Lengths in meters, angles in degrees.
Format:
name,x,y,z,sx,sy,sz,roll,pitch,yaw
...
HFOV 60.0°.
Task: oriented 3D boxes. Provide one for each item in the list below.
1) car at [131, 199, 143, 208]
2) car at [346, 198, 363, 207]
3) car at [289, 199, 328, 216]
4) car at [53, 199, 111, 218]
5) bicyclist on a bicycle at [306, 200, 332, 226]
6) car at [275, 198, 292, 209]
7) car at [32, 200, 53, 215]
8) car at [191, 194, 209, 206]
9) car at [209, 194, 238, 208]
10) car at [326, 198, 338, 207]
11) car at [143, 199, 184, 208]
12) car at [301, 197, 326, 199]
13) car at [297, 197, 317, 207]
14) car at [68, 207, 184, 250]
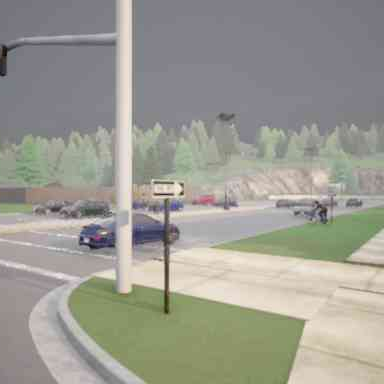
name,x,y,z,sx,sy,sz,roll,pitch,yaw
car,-7.895,1.645,44.034,1.812,1.442,4.674,0,0,36
car,26.275,1.655,53.719,2.128,1.511,4.902,0,0,36
car,11.754,1.701,33.370,1.895,1.301,4.718,0,0,36
car,-9.495,1.431,29.763,2.097,1.767,4.553,0,0,36
bicyclist on a bicycle,8.244,1.366,21.627,1.656,1.620,0.582,0,0,36
car,13.686,1.634,48.203,2.128,1.511,4.902,0,0,36
car,-14.289,1.583,35.083,2.128,1.511,4.902,0,0,36
car,2.135,1.386,57.991,2.150,2.045,5.566,0,0,36
car,5.040,1.495,50.070,2.097,1.767,4.553,0,0,36
car,22.440,1.712,54.533,2.033,1.411,5.357,0,0,36
car,-2.972,1.585,38.892,1.882,1.535,5.008,0,0,36
car,16.625,1.739,46.294,1.895,1.301,4.718,0,0,36
car,19.592,1.646,56.567,1.882,1.535,5.008,0,0,36
car,-2.444,1.564,13.773,1.812,1.442,4.674,-1,-1,35
